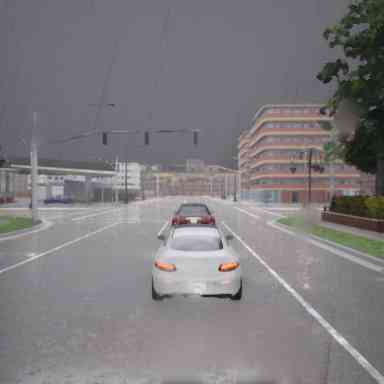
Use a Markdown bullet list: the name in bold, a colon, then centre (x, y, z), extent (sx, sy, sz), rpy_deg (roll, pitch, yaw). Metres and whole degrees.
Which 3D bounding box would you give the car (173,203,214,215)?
- **car**: centre (0.081, 1.346, 17.224), extent (2.097, 1.767, 4.553), rpy_deg (0, 0, 0)

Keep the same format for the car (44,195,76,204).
- **car**: centre (-23.380, 1.275, 57.956), extent (4.611, 1.667, 2.242), rpy_deg (0, 0, 1)

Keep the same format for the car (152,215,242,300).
- **car**: centre (0.095, 1.523, 8.232), extent (1.812, 1.442, 4.674), rpy_deg (0, 0, 0)
